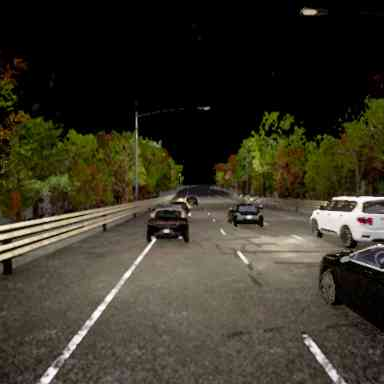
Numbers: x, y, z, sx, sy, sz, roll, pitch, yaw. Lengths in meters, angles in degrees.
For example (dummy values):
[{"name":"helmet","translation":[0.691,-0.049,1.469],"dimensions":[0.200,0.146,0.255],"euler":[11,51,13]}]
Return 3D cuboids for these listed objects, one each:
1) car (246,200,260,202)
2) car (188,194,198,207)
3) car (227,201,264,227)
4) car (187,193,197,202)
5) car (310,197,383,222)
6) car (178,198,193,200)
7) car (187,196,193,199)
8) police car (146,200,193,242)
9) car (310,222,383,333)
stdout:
[{"name":"car","translation":[7.072,1.587,39.094],"dimensions":[1.895,1.301,4.718],"euler":[0,0,0]},{"name":"car","translation":[-0.037,1.459,51.608],"dimensions":[1.882,1.535,5.008],"euler":[0,0,0]},{"name":"car","translation":[3.586,1.556,22.836],"dimensions":[1.994,1.385,4.181],"euler":[0,0,0]},{"name":"car","translation":[-0.050,1.140,70.033],"dimensions":[2.097,1.767,4.553],"euler":[0,1,0]},{"name":"car","translation":[7.090,1.217,14.553],"dimensions":[2.150,2.045,5.566],"euler":[0,0,0]},{"name":"car","translation":[-1.068,1.496,26.326],"dimensions":[1.837,1.490,4.892],"euler":[0,0,0]},{"name":"car","translation":[-1.072,1.444,32.518],"dimensions":[1.801,1.575,5.366],"euler":[0,0,0]},{"name":"police car","translation":[-1.060,1.419,16.433],"dimensions":[1.930,1.638,5.238],"euler":[0,0,0]},{"name":"car","translation":[3.598,1.490,5.100],"dimensions":[2.128,1.511,4.902],"euler":[0,0,0]}]
